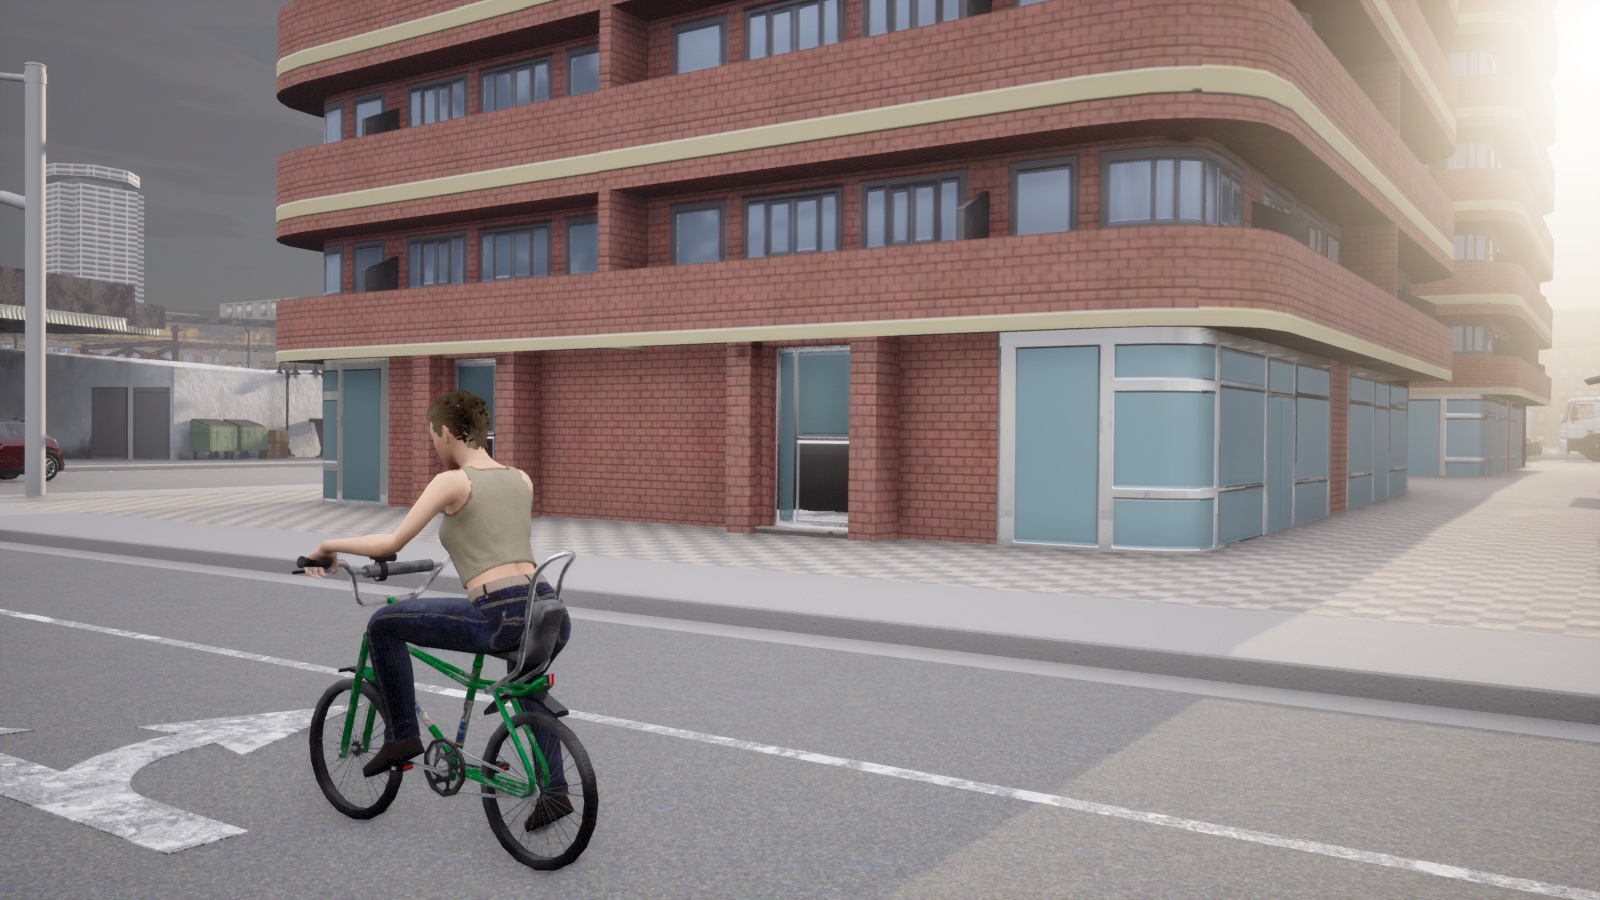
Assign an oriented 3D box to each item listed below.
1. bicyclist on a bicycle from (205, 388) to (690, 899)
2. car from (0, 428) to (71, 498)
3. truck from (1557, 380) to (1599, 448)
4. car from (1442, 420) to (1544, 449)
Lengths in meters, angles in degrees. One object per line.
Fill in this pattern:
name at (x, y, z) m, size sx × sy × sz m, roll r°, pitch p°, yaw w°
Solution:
bicyclist on a bicycle at (-1.262, 0.618, 4.465) m, size 1.509 × 1.612 × 0.866 m, roll 0°, pitch 1°, yaw 33°
car at (-21.615, 0.346, 32.207) m, size 2.097 × 1.767 × 4.553 m, roll 0°, pitch 1°, yaw 32°
truck at (43.615, -1.919, 64.501) m, size 7.936 × 3.462 × 2.891 m, roll -1°, pitch 0°, yaw 34°
car at (39.457, -0.862, 71.520) m, size 4.892 × 1.490 × 1.837 m, roll -1°, pitch 0°, yaw 34°
